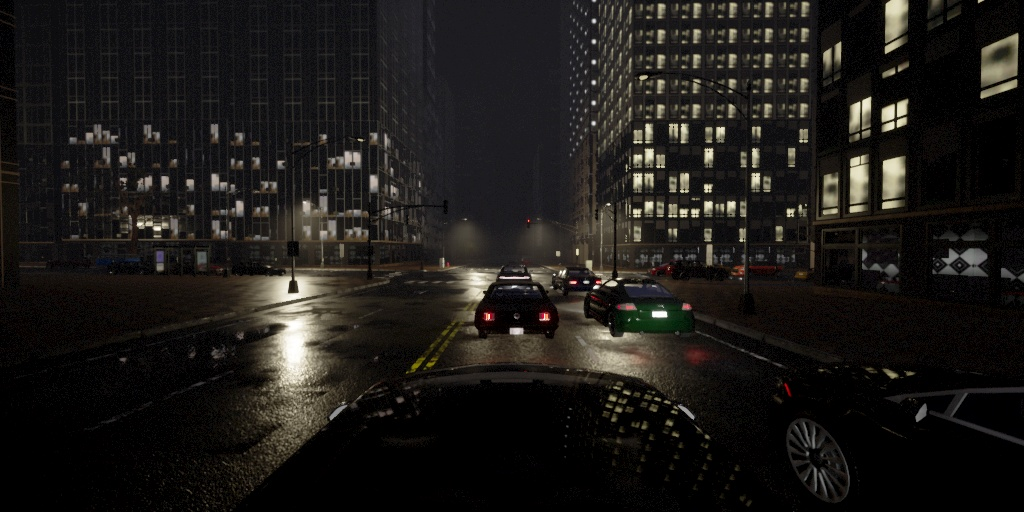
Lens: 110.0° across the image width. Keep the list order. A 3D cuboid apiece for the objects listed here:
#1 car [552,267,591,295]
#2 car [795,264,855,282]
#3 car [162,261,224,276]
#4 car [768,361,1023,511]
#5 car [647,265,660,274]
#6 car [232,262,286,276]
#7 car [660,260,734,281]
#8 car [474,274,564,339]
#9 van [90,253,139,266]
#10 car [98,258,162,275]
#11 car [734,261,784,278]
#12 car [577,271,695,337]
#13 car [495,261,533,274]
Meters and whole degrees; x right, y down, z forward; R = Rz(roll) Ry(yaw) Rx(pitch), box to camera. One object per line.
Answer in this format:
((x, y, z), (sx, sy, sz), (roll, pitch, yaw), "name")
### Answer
((3.399, 1.287, 19.481), (2.033, 1.411, 5.357), (0, 0, -3), "car")
((27.665, 1.576, 31.415), (4.829, 1.417, 1.751), (0, 0, 1), "car")
((-28.391, 1.136, 32.323), (4.207, 1.307, 1.802), (0, 0, 1), "car")
((3.340, 1.242, 1.421), (2.128, 1.511, 4.902), (0, 0, 0), "car")
((16.308, 1.422, 37.397), (4.181, 1.385, 1.994), (1, 1, 1), "car")
((-22.707, 1.171, 32.184), (4.313, 1.339, 1.948), (0, 0, 1), "car")
((16.217, 1.266, 31.622), (5.009, 1.841, 2.192), (0, 0, 1), "car")
((0.106, 1.347, 10.023), (1.895, 1.301, 4.718), (0, 0, 0), "car")
((-45.255, 0.602, 41.171), (3.998, 1.789, 1.690), (0, 0, 1), "van")
((-34.072, 1.067, 32.501), (4.313, 1.339, 1.948), (0, 0, 1), "car")
((25.377, 1.289, 37.231), (4.553, 1.767, 2.097), (0, 1, 1), "car")
((3.365, 1.310, 10.251), (1.994, 1.385, 4.181), (0, 0, -1), "car")
((0.113, 1.231, 19.279), (2.128, 1.511, 4.902), (0, 0, 0), "car")
